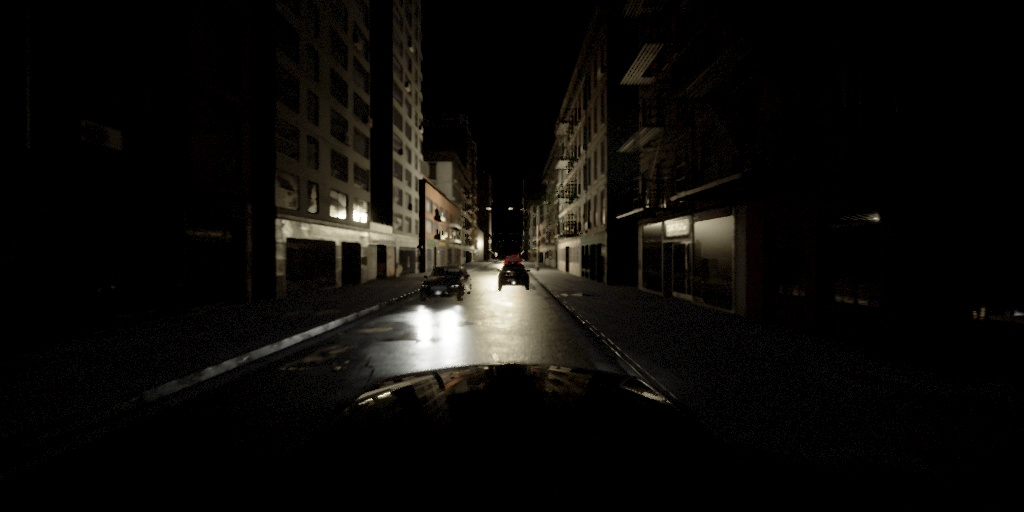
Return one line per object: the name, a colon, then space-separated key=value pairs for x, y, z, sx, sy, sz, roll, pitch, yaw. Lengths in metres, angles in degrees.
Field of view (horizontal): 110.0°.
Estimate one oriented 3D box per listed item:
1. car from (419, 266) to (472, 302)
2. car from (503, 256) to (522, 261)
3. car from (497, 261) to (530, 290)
car: x=-3.007 y=1.243 z=17.087 sx=2.128 sy=1.511 sz=4.902 roll=0 pitch=0 yaw=0
car: x=0.094 y=0.960 z=44.461 sx=2.150 sy=2.045 sz=5.566 roll=0 pitch=0 yaw=0
car: x=0.097 y=1.253 z=22.736 sx=1.837 sy=1.490 sz=4.892 roll=0 pitch=0 yaw=0
